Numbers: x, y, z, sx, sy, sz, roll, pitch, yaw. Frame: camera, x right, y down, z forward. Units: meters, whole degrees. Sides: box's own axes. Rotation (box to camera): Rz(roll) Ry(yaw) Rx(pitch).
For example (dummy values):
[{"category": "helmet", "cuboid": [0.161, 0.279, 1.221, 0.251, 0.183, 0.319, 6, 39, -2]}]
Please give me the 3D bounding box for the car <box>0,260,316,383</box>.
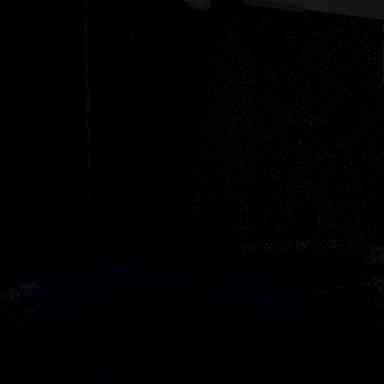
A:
[{"category": "car", "cuboid": [-1.038, 1.476, 2.987, 5.008, 1.535, 1.882, 0, 0, -33]}]
